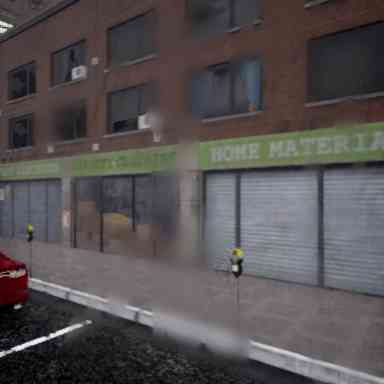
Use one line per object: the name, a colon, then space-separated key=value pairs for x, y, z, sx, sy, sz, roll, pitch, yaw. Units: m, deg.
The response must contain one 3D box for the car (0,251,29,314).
car: x=-4.951 y=1.519 z=6.416 sx=4.507 sy=1.381 sz=1.887 roll=0 pitch=0 yaw=36
